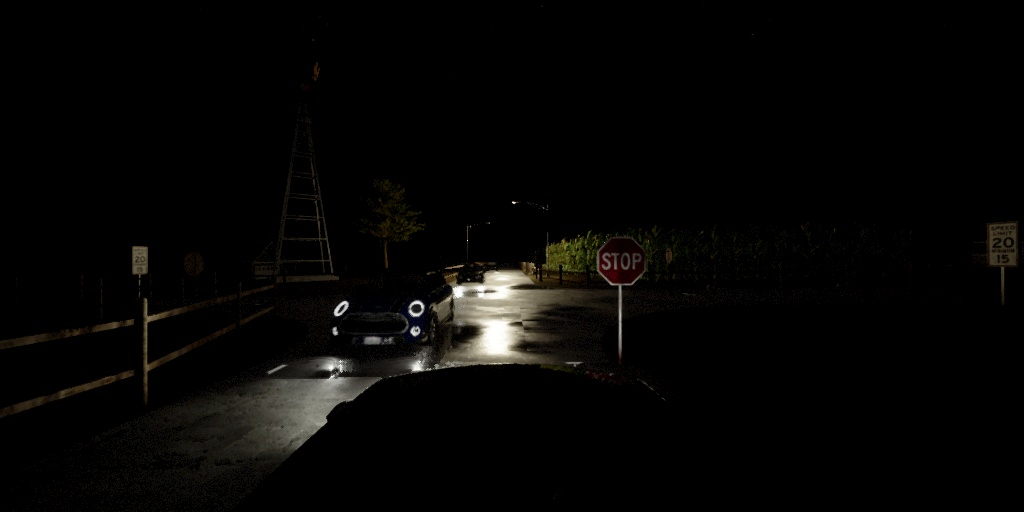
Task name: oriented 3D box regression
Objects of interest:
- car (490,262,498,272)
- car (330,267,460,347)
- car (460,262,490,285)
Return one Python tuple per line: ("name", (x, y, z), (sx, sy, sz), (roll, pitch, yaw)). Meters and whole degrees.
("car", (-3.121, 1.593, 54.973), (1.882, 1.535, 5.008), (0, -1, 0))
("car", (-2.807, 1.122, 9.406), (2.097, 1.767, 4.553), (0, -1, 0))
("car", (-2.922, 1.362, 26.560), (1.837, 1.490, 4.892), (0, 0, 0))
